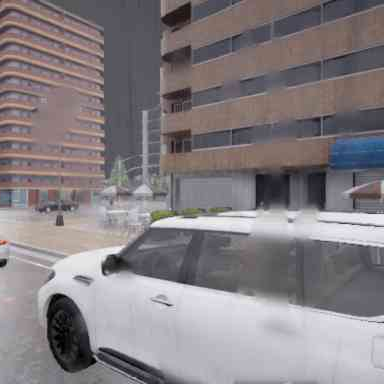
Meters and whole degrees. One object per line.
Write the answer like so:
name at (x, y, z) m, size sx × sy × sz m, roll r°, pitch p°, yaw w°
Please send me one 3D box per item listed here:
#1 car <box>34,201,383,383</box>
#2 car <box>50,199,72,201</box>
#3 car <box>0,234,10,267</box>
car at (0.451, 1.224, 3.854) m, size 5.566 × 2.045 × 2.150 m, roll 0°, pitch 0°, yaw 38°
car at (-15.467, 1.560, 38.181) m, size 1.837 × 1.490 × 4.892 m, roll 0°, pitch 0°, yaw 40°
car at (-7.210, 1.526, 10.162) m, size 4.674 × 1.442 × 1.812 m, roll 0°, pitch 0°, yaw 40°
